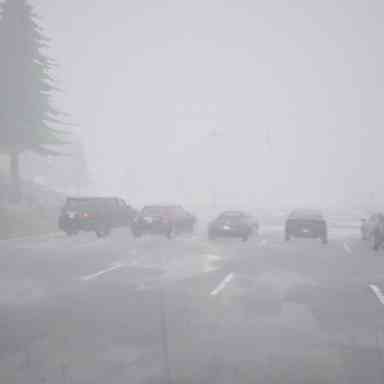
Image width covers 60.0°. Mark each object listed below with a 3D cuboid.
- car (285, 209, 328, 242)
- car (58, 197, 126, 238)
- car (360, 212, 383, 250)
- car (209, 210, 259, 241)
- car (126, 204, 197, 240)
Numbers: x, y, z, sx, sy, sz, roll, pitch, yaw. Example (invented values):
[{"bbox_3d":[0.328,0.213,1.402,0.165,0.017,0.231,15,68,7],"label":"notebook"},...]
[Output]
[{"bbox_3d":[5.919,1.589,17.205,1.882,1.535,5.008,0,0,20],"label":"car"},{"bbox_3d":[-4.818,1.269,18.358,2.150,2.045,5.566,0,0,20],"label":"car"},{"bbox_3d":[8.709,1.622,14.614,1.837,1.490,4.892,0,0,20],"label":"car"},{"bbox_3d":[2.295,1.653,17.463,1.994,1.385,4.181,0,0,20],"label":"car"},{"bbox_3d":[-1.294,1.420,17.824,2.097,1.767,4.553,0,0,20],"label":"car"}]
